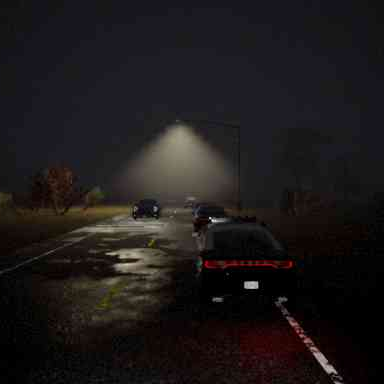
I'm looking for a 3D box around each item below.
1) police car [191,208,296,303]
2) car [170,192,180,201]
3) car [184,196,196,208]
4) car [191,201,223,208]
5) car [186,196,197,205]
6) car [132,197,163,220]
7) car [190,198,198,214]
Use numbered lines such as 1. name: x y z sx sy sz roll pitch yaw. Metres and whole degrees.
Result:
1. police car: 1.031 1.419 8.397 1.930 1.638 5.238 0 0 0
2. car: -4.017 1.019 79.016 2.150 2.045 5.566 0 0 -2
3. car: -0.072 1.415 45.792 2.128 1.511 4.902 0 0 0
4. car: 1.008 1.488 18.288 1.837 1.490 4.892 0 0 0
5. car: -0.144 1.407 59.126 1.812 1.442 4.674 0 0 0
6. car: -3.664 1.317 27.937 2.097 1.767 4.553 0 0 0
7. car: 0.995 1.450 24.290 1.882 1.535 5.008 0 0 0
